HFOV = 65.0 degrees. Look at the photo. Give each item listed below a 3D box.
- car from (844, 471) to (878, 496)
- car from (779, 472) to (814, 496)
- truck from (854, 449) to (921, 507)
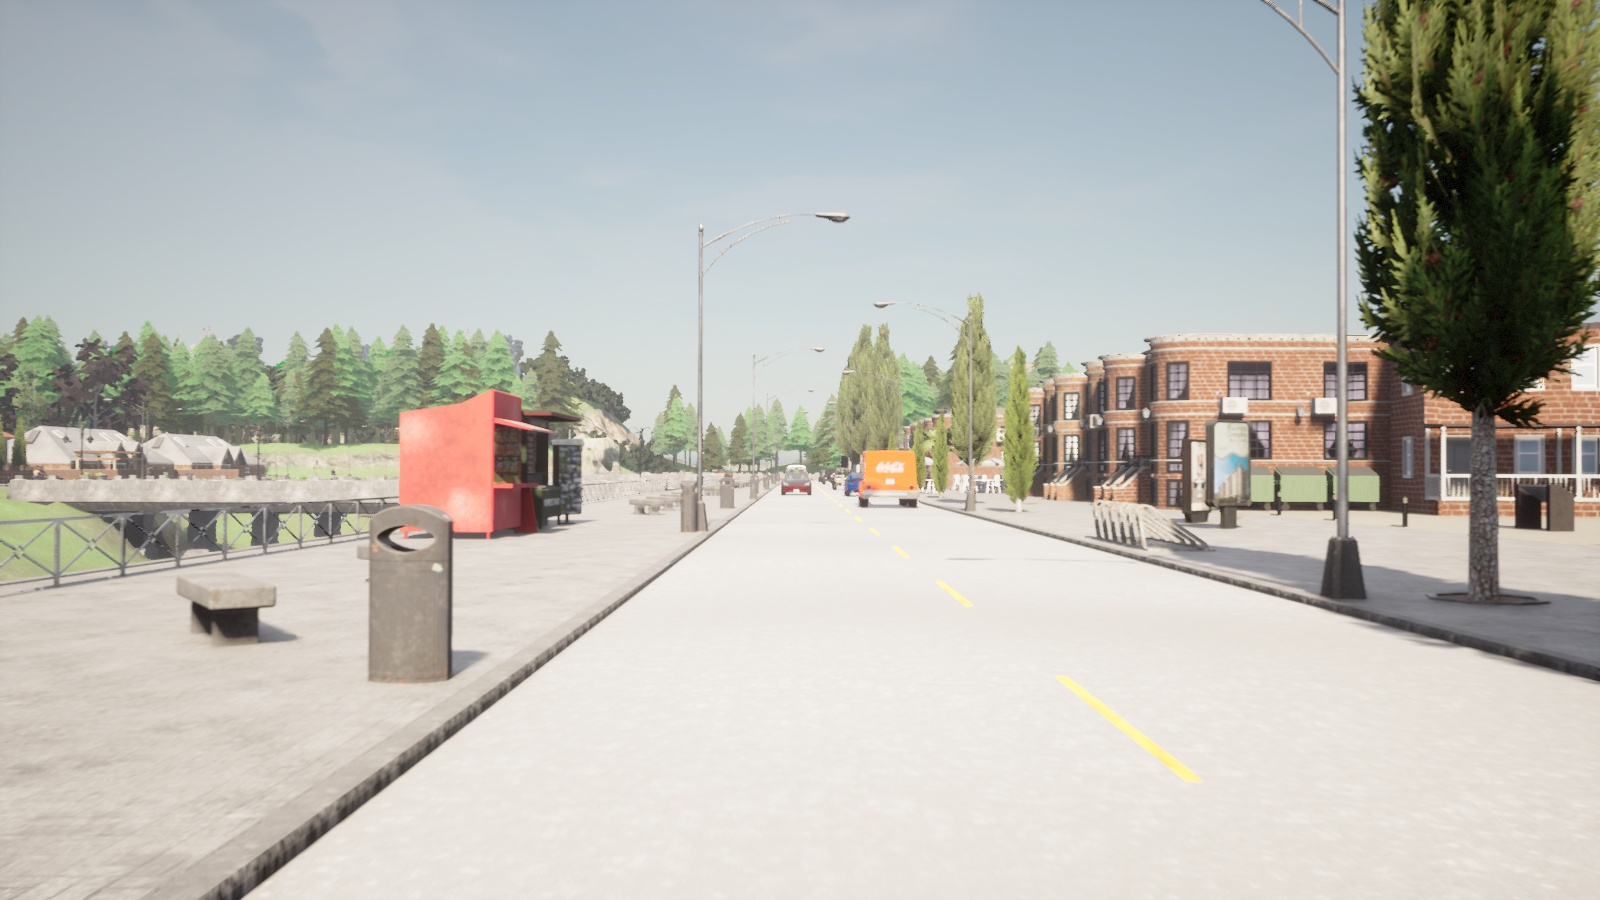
[{"bbox_3d":[3.795,2.104,79.244,1.882,1.535,5.008,0,-1,0],"label":"car"},{"bbox_3d":[-0.209,2.175,81.202,2.163,1.488,4.792,0,-1,0],"label":"car"},{"bbox_3d":[3.852,1.253,56.190,2.627,2.467,5.204,0,-1,0],"label":"truck"}]
